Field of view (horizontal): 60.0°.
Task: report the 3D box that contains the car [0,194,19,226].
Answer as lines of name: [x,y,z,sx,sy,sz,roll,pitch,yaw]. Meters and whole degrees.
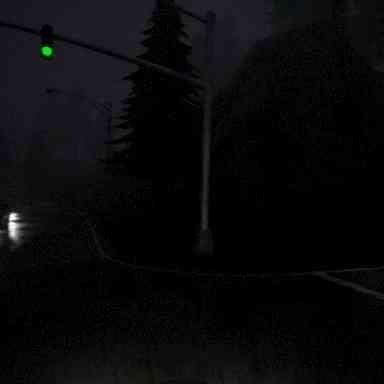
car: [-11.441,1.041,18.722,2.033,1.411,5.357,2,1,-21]

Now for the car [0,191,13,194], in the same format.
car: [-15.600,0.783,27.619,2.128,1.511,4.902,1,1,-30]

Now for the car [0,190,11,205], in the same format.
car: [-21.165,0.578,35.982,1.812,1.442,4.674,1,1,-39]
